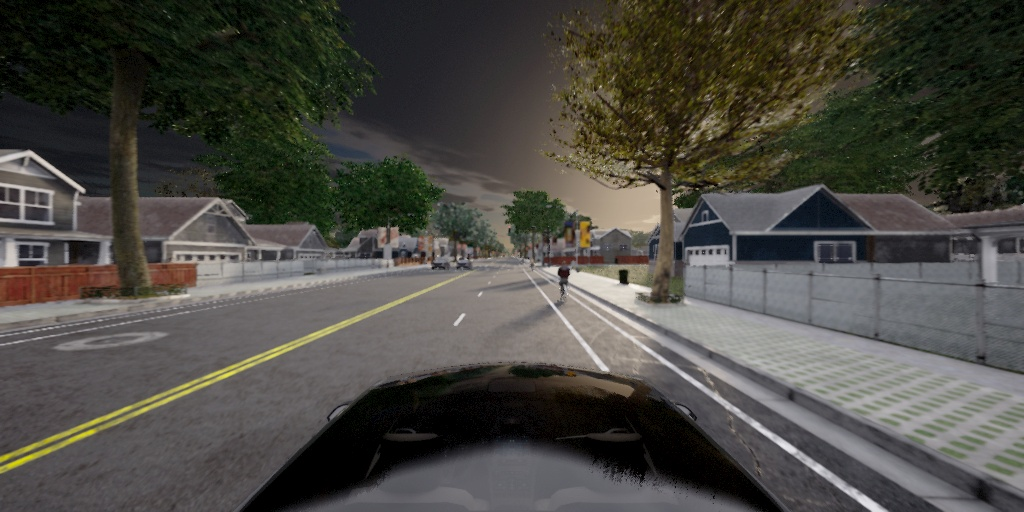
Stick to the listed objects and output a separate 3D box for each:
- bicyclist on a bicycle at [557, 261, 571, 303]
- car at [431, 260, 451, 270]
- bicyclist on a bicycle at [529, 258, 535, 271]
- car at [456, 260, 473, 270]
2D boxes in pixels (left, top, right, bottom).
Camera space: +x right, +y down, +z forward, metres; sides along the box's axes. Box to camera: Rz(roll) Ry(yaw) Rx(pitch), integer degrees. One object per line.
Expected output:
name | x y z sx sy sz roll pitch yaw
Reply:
bicyclist on a bicycle | 2.236 1.090 15.634 0.659 1.776 1.843 0 0 0
car | -9.769 1.193 49.828 2.033 1.411 5.357 0 0 0
bicyclist on a bicycle | 2.557 1.091 45.728 0.866 1.612 1.509 0 0 -3
car | -6.520 1.193 49.607 2.033 1.411 5.357 0 0 0
